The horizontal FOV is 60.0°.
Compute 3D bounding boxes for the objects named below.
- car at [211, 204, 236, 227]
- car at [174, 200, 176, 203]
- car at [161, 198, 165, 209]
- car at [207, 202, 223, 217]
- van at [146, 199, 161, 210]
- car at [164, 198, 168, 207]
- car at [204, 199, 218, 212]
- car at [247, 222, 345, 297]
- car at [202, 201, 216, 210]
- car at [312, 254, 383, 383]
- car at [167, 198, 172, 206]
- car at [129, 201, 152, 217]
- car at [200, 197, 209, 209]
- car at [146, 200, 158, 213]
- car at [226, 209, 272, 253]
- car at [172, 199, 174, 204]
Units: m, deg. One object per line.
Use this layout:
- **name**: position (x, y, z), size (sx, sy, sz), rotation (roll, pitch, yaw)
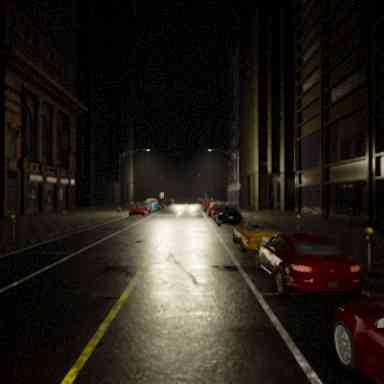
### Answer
- **car**: position (2.727, 1.850, 25.399), size (1.947, 1.339, 4.313), rotation (0, -1, 0)
- **car**: position (-5.891, 2.545, 87.169), size (1.887, 1.381, 4.507), rotation (0, -1, 0)
- **car**: position (-5.840, 2.152, 53.462), size (1.887, 1.381, 4.507), rotation (0, -1, 0)
- **car**: position (2.718, 1.893, 31.017), size (1.887, 1.381, 4.507), rotation (0, -1, 0)
- **van**: position (-5.832, 1.884, 47.846), size (1.690, 1.788, 3.998), rotation (0, -1, 0)
- **car**: position (-5.848, 2.238, 59.080), size (1.947, 1.339, 4.313), rotation (0, -1, 0)
- **car**: position (2.710, 1.853, 36.637), size (1.967, 1.590, 4.097), rotation (0, -1, 0)
- **car**: position (2.752, 1.676, 8.543), size (1.802, 1.307, 4.206), rotation (0, -1, 0)
- **car**: position (2.685, 2.171, 53.491), size (1.947, 1.339, 4.313), rotation (0, -1, 0)
- **car**: position (2.760, 1.614, 2.925), size (1.802, 1.307, 4.206), rotation (0, -1, 0)
- **car**: position (-5.865, 2.385, 70.315), size (1.802, 1.307, 4.206), rotation (0, -1, 0)
- **car**: position (-5.815, 1.997, 36.607), size (1.802, 1.307, 4.206), rotation (0, -1, 0)
- **car**: position (2.693, 1.856, 47.875), size (2.192, 1.841, 5.009), rotation (0, -1, 0)
- **car**: position (-5.823, 2.045, 42.226), size (1.947, 1.339, 4.313), rotation (0, -1, 0)
- **car**: position (2.743, 1.683, 14.332), size (1.752, 1.417, 4.829), rotation (0, -1, 0)
- **car**: position (-5.874, 2.184, 75.936), size (2.192, 1.841, 5.009), rotation (0, -1, 0)
